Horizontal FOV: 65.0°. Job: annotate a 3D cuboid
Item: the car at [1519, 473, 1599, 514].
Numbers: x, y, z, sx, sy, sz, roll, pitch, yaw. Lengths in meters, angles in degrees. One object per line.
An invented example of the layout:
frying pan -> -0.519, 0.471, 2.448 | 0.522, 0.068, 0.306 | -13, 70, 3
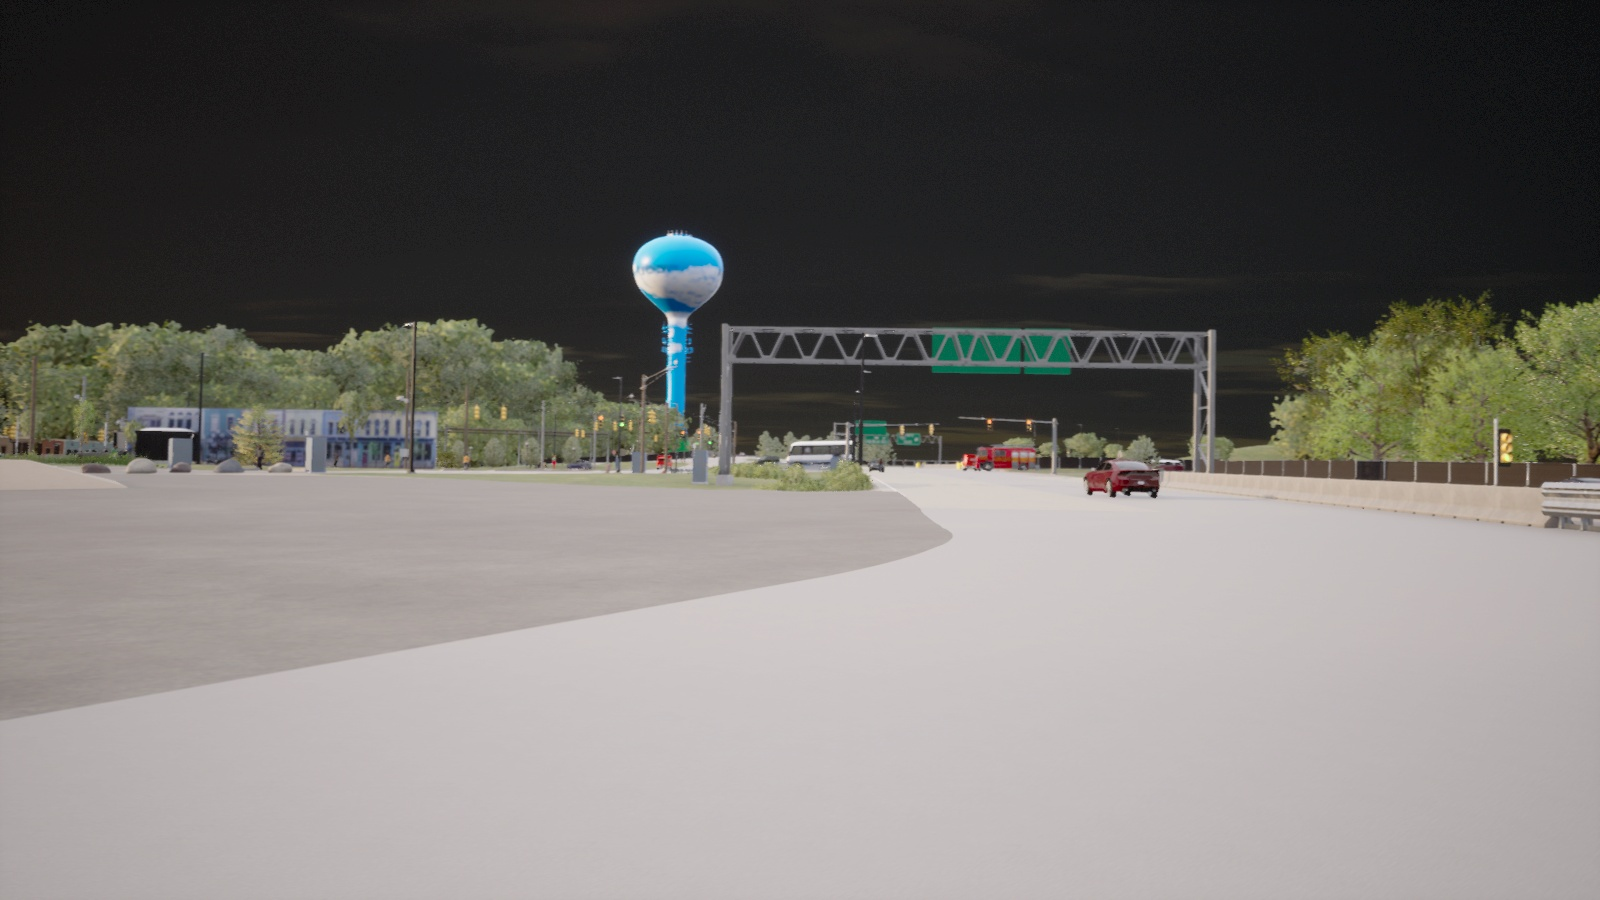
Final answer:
car -> 29.581, 1.610, 47.528 | 1.994, 1.385, 4.181 | 1, 0, -6

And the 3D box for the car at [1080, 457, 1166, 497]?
car -> 13.060, 1.075, 51.119 | 1.882, 1.535, 5.008 | 1, 0, -4

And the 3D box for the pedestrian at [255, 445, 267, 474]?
pedestrian -> -36.959, 0.673, 86.120 | 0.423, 1.949, 0.788 | 1, -2, 4
